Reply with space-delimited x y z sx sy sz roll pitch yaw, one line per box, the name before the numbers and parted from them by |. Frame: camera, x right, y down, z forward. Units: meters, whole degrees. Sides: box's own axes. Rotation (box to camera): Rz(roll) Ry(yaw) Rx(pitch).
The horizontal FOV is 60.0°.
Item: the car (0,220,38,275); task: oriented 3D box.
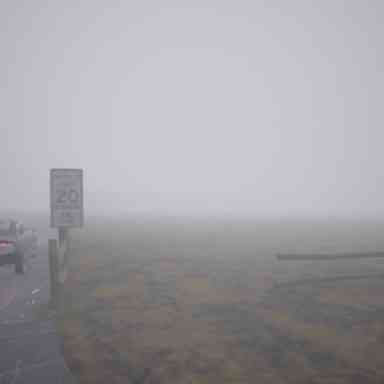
car | -6.115 1.628 10.553 2.128 1.511 4.902 0 -1 -19
